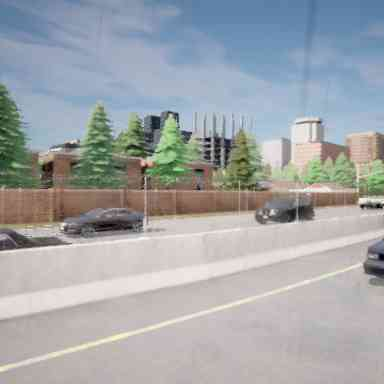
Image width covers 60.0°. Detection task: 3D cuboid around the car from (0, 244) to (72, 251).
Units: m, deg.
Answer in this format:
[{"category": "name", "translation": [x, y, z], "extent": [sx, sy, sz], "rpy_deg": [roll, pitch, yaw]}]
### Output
[{"category": "car", "translation": [-5.718, 1.639, 8.616], "extent": [4.718, 1.301, 1.895], "rpy_deg": [0, 0, -36]}]

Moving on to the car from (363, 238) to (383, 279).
[{"category": "car", "translation": [6.586, 1.596, 9.212], "extent": [5.357, 1.411, 2.033], "rpy_deg": [0, 0, -42]}]

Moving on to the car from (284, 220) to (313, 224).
[{"category": "car", "translation": [6.913, 1.344, 24.290], "extent": [5.566, 2.045, 2.150], "rpy_deg": [1, -1, -44]}]
